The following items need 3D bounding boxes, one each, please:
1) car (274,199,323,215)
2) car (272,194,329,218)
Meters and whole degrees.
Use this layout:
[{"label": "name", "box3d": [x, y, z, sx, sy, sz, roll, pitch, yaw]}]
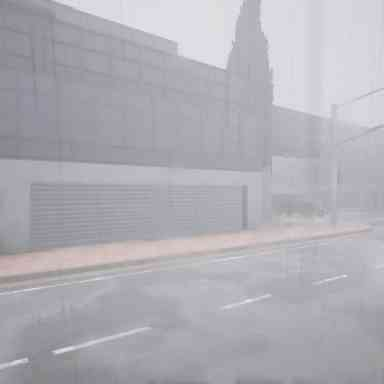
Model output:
[{"label": "car", "box3d": [10.960, 1.526, 34.480, 1.812, 1.442, 4.674, 0, 0, -37]}, {"label": "car", "box3d": [9.615, 1.222, 30.422, 2.150, 2.045, 5.566, 0, 0, -37]}]
